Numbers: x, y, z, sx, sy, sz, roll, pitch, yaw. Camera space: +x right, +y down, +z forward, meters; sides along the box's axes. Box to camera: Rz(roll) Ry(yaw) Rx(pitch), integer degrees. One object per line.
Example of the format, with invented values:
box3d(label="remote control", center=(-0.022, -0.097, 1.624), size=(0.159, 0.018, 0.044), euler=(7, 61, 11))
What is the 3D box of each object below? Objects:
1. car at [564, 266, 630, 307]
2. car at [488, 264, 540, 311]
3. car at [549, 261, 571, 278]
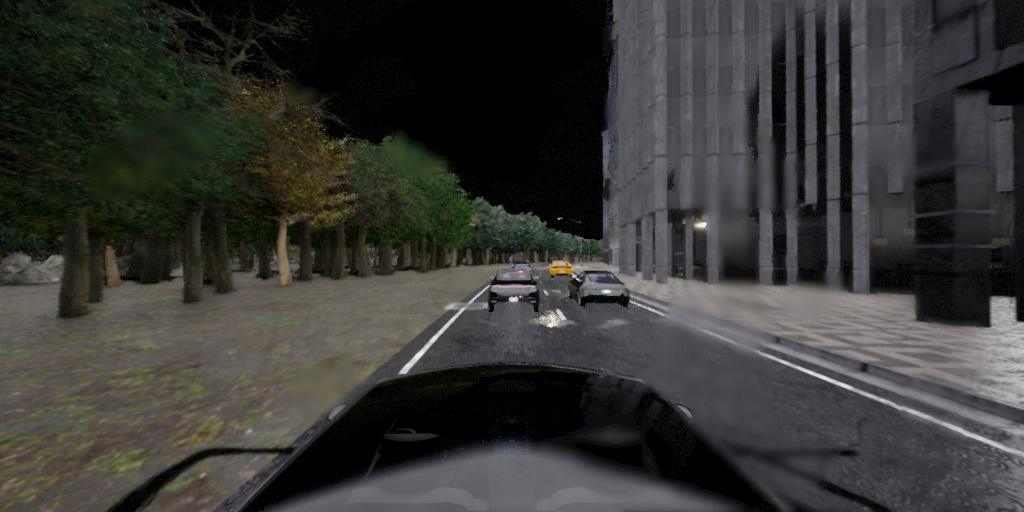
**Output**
box3d(label="car", center=(3.623, 1.311, 15.579), size=(1.994, 1.385, 4.181), euler=(0, 0, 1))
box3d(label="car", center=(0.091, 1.236, 14.378), size=(2.128, 1.511, 4.902), euler=(0, 0, 1))
box3d(label="car", center=(4.516, 1.173, 33.466), size=(1.882, 1.535, 5.008), euler=(0, 0, 4))
